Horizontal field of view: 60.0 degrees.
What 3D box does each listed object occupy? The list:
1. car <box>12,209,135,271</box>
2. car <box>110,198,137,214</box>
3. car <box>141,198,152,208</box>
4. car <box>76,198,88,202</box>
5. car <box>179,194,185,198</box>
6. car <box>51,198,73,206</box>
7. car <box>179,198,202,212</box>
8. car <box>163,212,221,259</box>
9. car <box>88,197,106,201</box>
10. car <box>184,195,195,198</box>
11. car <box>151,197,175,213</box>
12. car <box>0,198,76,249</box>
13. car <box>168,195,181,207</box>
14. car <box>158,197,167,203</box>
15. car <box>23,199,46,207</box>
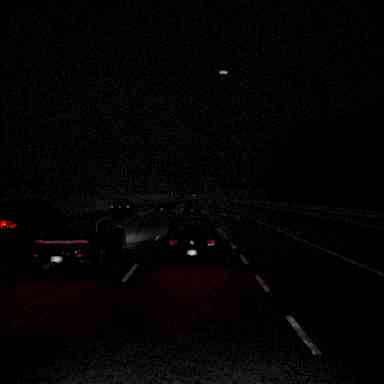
[{"bbox_3d":[-3.493,1.530,11.003,2.128,1.511,4.902,0,0,0],"label":"car"},{"bbox_3d":[-6.974,1.515,34.329,2.097,1.767,4.553,0,0,0],"label":"car"},{"bbox_3d":[-6.961,1.757,53.285,2.128,1.511,4.902,0,0,0],"label":"car"},{"bbox_3d":[-20.956,1.828,62.971,1.837,1.490,4.892,0,0,0],"label":"car"},{"bbox_3d":[-3.441,1.900,78.498,2.033,1.411,5.357,0,0,0],"label":"car"},{"bbox_3d":[-24.456,1.839,62.762,2.128,1.511,4.902,0,0,0],"label":"car"},{"bbox_3d":[0.026,1.658,35.289,2.128,1.511,4.902,0,0,0],"label":"car"},{"bbox_3d":[0.008,1.645,12.805,1.895,1.301,4.718,0,0,0],"label":"car"},{"bbox_3d":[-17.456,1.827,62.968,1.837,1.490,4.892,0,0,0],"label":"car"},{"bbox_3d":[0.047,1.776,61.384,1.882,1.535,5.008,0,0,0],"label":"car"},{"bbox_3d":[-3.468,1.706,40.686,1.837,1.490,4.892,0,0,0],"label":"car"},{"bbox_3d":[-6.991,1.272,13.756,2.150,2.045,5.566,0,0,0],"label":"car"},{"bbox_3d":[-3.457,1.763,57.788,1.882,1.535,5.008,0,0,0],"label":"car"},{"bbox_3d":[-6.941,1.886,78.503,1.812,1.442,4.674,0,0,0],"label":"car"},{"bbox_3d":[-27.961,1.892,59.134,1.895,1.301,4.718,0,0,0],"label":"car"}]
